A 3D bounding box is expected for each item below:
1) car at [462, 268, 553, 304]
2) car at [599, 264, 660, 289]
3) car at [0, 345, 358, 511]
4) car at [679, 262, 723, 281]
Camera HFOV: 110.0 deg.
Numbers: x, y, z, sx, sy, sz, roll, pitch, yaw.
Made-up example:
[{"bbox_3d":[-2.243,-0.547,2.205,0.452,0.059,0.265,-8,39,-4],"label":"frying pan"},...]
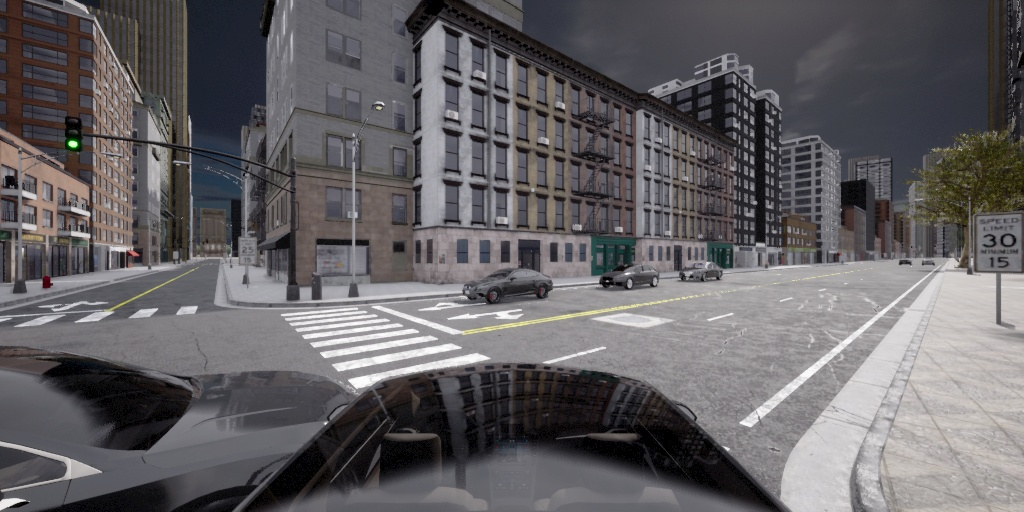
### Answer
[{"bbox_3d":[-0.087,1.286,16.720,4.674,1.442,1.812,0,0,-39],"label":"car"},{"bbox_3d":[7.586,1.258,22.968,4.892,1.490,1.837,0,0,-39],"label":"car"},{"bbox_3d":[-3.227,1.257,1.739,4.892,1.490,1.837,0,0,-35],"label":"car"},{"bbox_3d":[15.576,1.236,29.462,4.902,1.511,2.128,0,0,-39],"label":"car"}]
